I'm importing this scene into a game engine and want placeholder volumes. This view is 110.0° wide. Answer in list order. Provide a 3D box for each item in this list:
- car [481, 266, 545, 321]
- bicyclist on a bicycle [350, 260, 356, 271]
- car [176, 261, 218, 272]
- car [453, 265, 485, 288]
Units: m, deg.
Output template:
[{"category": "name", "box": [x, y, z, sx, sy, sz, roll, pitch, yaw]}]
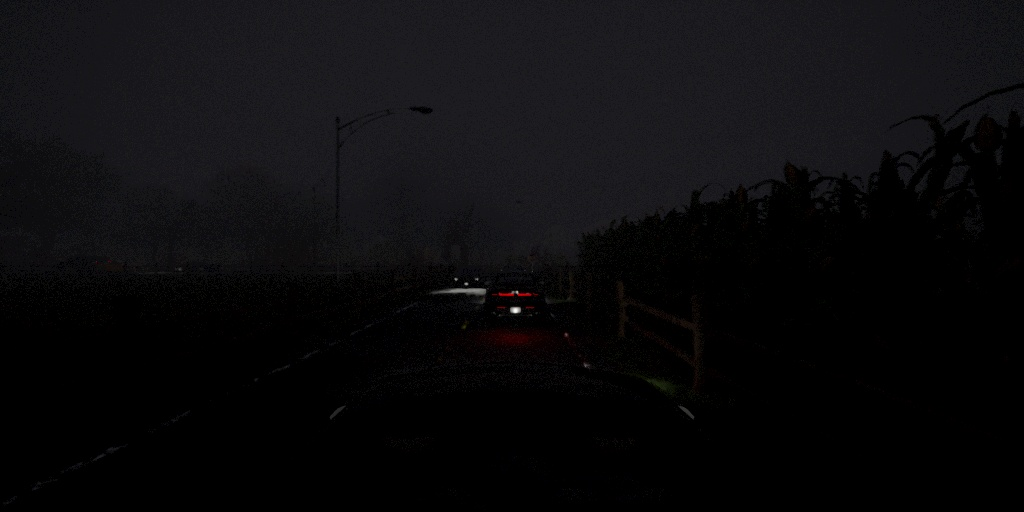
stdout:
[{"category": "car", "box": [0.102, 1.284, 12.571, 1.837, 1.490, 4.892, 0, 0, 0]}, {"category": "bicyclist on a bicycle", "box": [-22.417, 1.346, 50.491, 0.582, 1.620, 1.656, 0, 0, 1]}, {"category": "car", "box": [-41.777, 1.405, 47.639, 4.892, 1.490, 1.837, 0, 0, 1]}, {"category": "car", "box": [-2.825, 1.352, 24.954, 2.033, 1.411, 5.357, 0, 0, 0]}]
